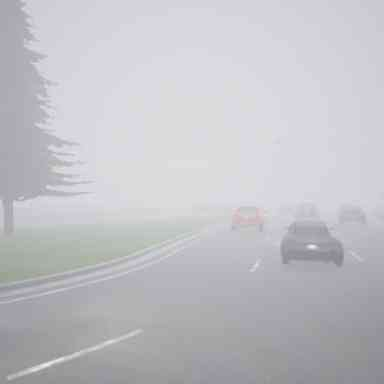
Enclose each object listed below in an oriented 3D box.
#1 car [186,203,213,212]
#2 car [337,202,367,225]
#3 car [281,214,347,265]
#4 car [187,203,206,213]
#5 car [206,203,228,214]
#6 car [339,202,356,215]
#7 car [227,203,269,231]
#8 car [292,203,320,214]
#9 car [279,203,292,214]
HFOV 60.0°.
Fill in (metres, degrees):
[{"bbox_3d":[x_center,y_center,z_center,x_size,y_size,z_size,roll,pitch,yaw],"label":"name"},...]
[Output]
[{"bbox_3d":[1.329,2.532,55.715,2.033,1.411,5.357,-1,-1,34],"label":"car"},{"bbox_3d":[12.953,1.829,27.060,2.128,1.511,4.902,-1,-1,21],"label":"car"},{"bbox_3d":[4.402,1.741,12.487,1.994,1.385,4.181,-1,-1,17],"label":"car"},{"bbox_3d":[1.620,2.370,49.966,2.128,1.511,4.902,-1,-1,34],"label":"car"},{"bbox_3d":[4.443,2.312,47.898,1.837,1.490,4.892,-1,-1,34],"label":"car"},{"bbox_3d":[19.945,2.055,42.576,1.812,1.442,4.674,-1,-1,27],"label":"car"},{"bbox_3d":[4.213,1.730,23.640,2.097,1.767,4.553,-1,-1,18],"label":"car"},{"bbox_3d":[11.039,1.792,31.625,2.097,1.767,4.553,-1,-1,22],"label":"car"},{"bbox_3d":[12.763,2.128,43.861,2.128,1.511,4.902,-1,-1,26],"label":"car"}]
